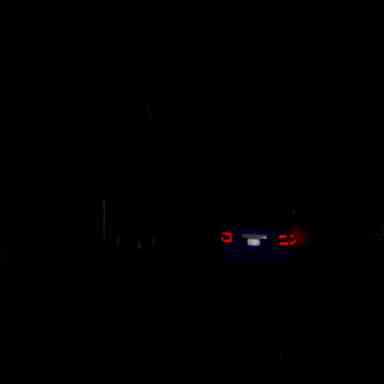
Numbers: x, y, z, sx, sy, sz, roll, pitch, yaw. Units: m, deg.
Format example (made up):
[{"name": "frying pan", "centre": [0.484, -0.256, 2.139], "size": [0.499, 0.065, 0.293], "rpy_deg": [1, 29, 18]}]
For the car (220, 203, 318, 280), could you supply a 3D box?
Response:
[{"name": "car", "centre": [2.648, 1.361, 10.716], "size": [2.150, 2.045, 5.566], "rpy_deg": [-1, -1, 24]}]
